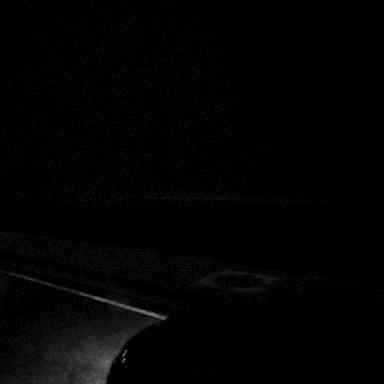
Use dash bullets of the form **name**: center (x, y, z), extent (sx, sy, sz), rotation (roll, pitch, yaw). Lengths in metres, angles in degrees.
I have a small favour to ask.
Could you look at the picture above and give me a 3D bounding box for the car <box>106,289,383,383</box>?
- **car**: center (1.235, 1.562, 2.680), extent (4.181, 1.385, 1.994), rotation (0, 0, 35)
